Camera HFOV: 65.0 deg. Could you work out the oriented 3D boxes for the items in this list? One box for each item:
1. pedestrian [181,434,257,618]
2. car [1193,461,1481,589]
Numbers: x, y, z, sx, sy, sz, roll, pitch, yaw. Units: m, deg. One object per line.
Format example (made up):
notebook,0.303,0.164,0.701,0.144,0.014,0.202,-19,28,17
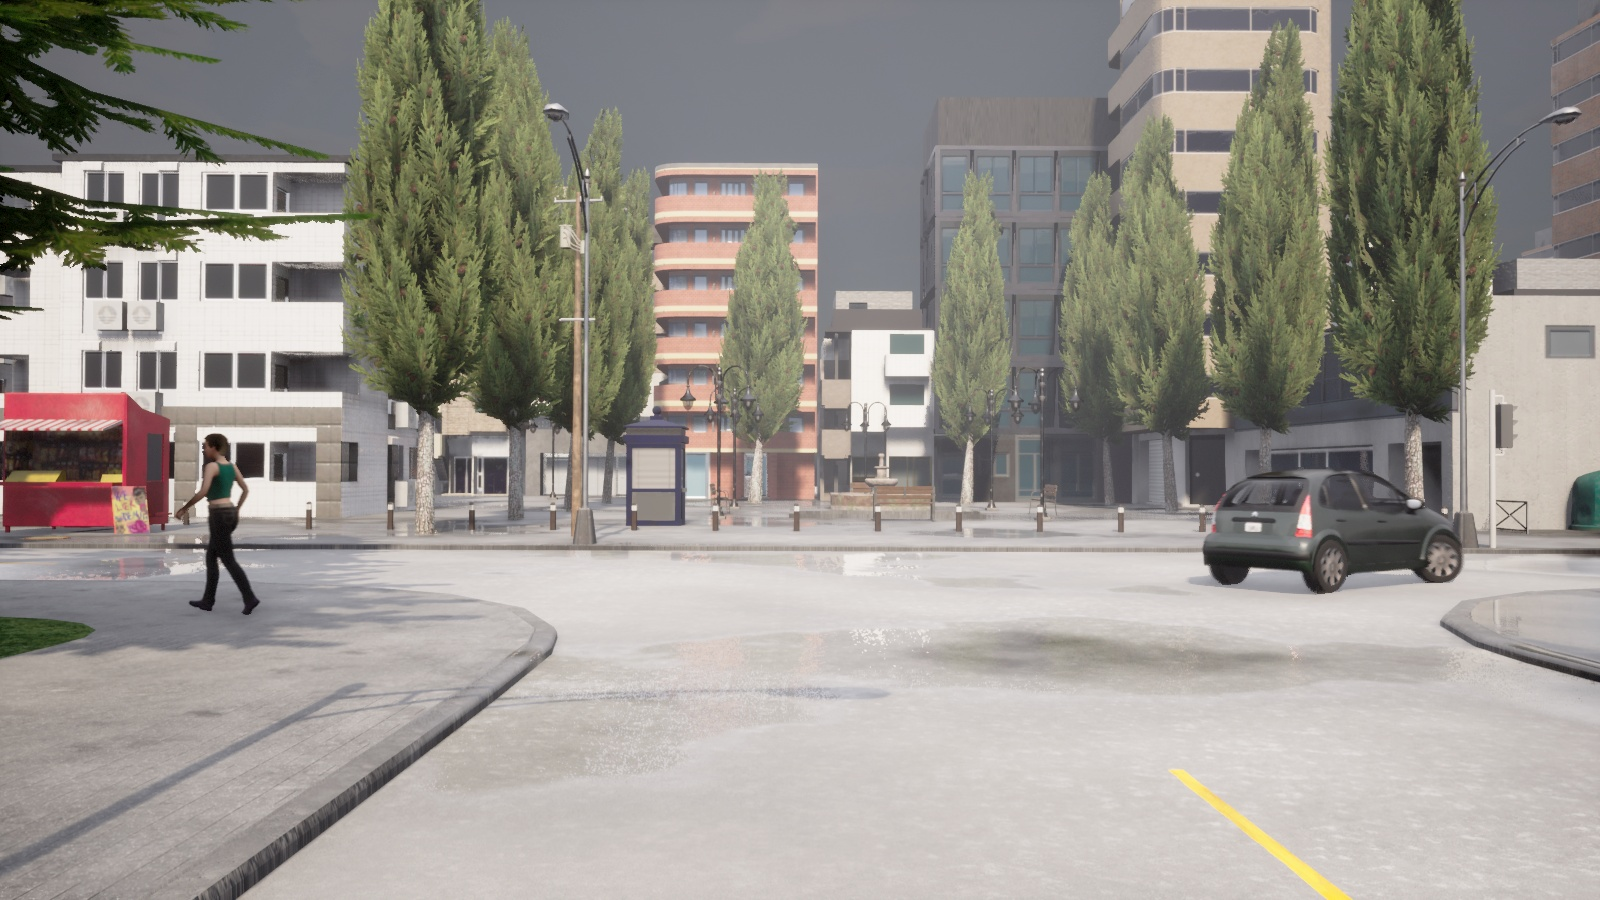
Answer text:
pedestrian,-5.872,0.761,12.702,0.594,1.836,0.345,0,-1,6
car,7.622,0.980,17.746,3.988,1.617,1.851,0,-1,-34
